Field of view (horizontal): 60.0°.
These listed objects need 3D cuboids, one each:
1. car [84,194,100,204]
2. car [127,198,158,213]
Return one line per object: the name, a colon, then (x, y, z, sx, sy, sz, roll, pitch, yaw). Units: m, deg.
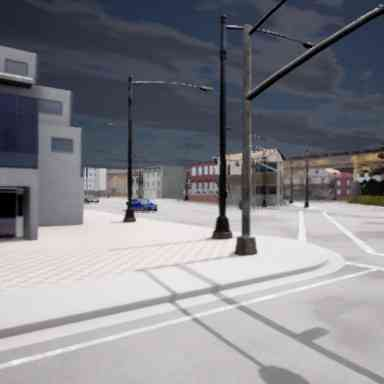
car: (-15.959, 1.062, 51.755, 2.128, 1.511, 4.902, 1, 1, -36)
car: (-5.618, 1.466, 37.461, 1.882, 1.535, 5.008, 1, 1, -36)
